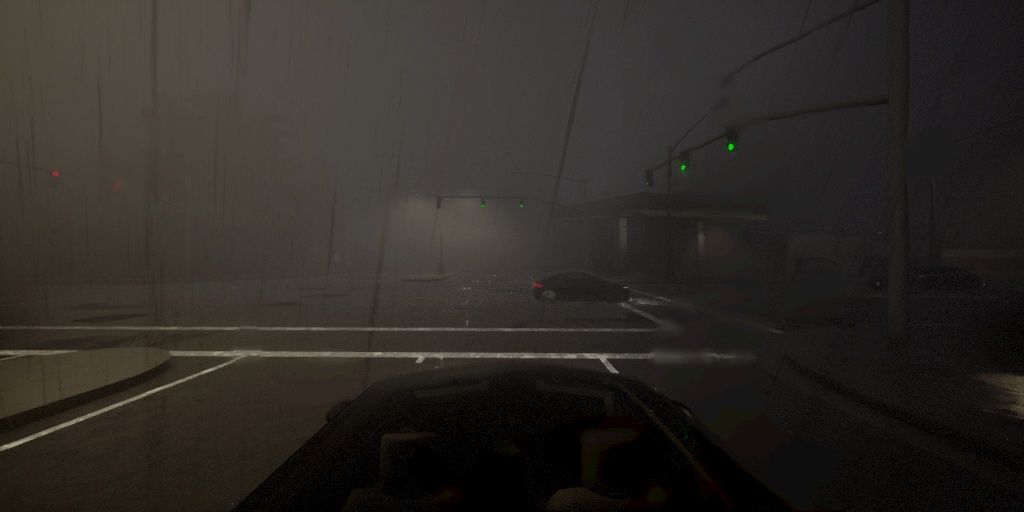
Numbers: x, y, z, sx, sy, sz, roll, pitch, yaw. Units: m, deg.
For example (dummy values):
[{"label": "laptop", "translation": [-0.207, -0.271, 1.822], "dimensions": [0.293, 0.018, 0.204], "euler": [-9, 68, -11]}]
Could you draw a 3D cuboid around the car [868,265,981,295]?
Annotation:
[{"label": "car", "translation": [22.196, 1.254, 19.400], "dimensions": [4.892, 1.490, 1.837], "euler": [0, 0, -1]}]

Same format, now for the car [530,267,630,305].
[{"label": "car", "translation": [2.887, 1.330, 15.537], "dimensions": [4.181, 1.385, 1.994], "euler": [0, 0, 0]}]
